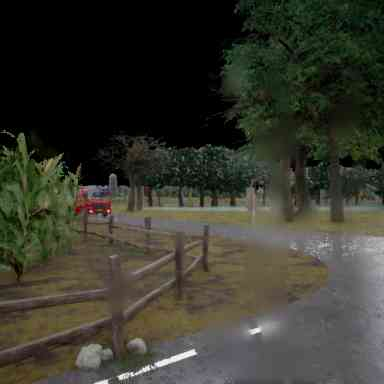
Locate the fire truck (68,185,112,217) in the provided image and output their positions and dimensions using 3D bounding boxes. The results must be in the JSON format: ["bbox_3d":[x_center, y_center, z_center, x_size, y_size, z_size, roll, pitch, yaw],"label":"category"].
[{"bbox_3d":[-13.116,1.137,41.965,2.891,3.827,8.468,1,-2,-36],"label":"fire truck"}]
